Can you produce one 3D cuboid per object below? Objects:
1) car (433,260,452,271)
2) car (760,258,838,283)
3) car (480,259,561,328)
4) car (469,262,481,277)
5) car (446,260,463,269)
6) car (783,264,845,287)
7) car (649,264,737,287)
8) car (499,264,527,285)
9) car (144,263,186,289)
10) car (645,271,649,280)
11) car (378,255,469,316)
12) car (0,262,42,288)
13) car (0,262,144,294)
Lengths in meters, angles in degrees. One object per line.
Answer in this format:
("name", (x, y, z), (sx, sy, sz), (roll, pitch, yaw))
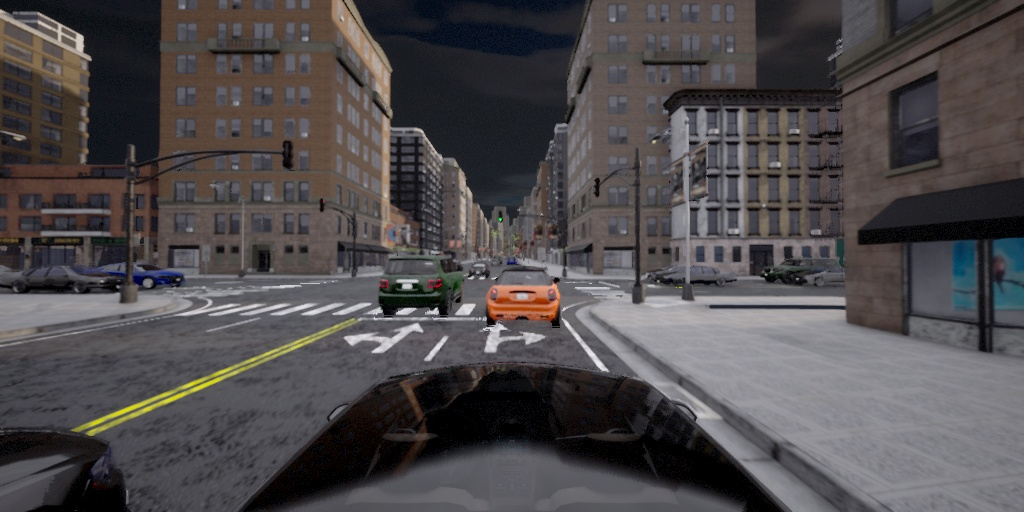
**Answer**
("car", (-9.836, 1.330, 50.842), (1.812, 1.442, 4.674), (0, 0, 0))
("car", (23.017, 1.150, 28.607), (5.566, 2.045, 2.150), (0, -1, 0))
("car", (0.501, 1.110, 11.740), (2.097, 1.767, 4.553), (0, 0, 6))
("car", (-3.170, 1.329, 35.679), (1.812, 1.442, 4.674), (0, 0, 0))
("car", (-9.788, 1.360, 61.129), (2.033, 1.411, 5.357), (0, 0, 0))
("car", (22.162, 1.444, 25.351), (4.181, 1.385, 1.994), (0, -1, 0))
("car", (12.922, 1.400, 25.349), (5.357, 1.411, 2.033), (0, -1, -4))
("car", (0.089, 1.409, 28.727), (2.033, 1.411, 5.357), (0, -1, 0))
("car", (-22.721, 1.161, 21.731), (5.008, 1.535, 1.882), (0, -1, 0))
("car", (13.151, 1.390, 28.579), (4.902, 1.511, 2.128), (0, -1, 0))
("car", (-3.156, 0.961, 13.474), (2.150, 2.045, 5.566), (0, 1, 0))
("car", (-32.319, 1.138, 21.708), (4.902, 1.511, 2.128), (0, -1, 0))
("car", (-22.857, 1.184, 18.482), (5.357, 1.411, 2.033), (0, -1, 0))
